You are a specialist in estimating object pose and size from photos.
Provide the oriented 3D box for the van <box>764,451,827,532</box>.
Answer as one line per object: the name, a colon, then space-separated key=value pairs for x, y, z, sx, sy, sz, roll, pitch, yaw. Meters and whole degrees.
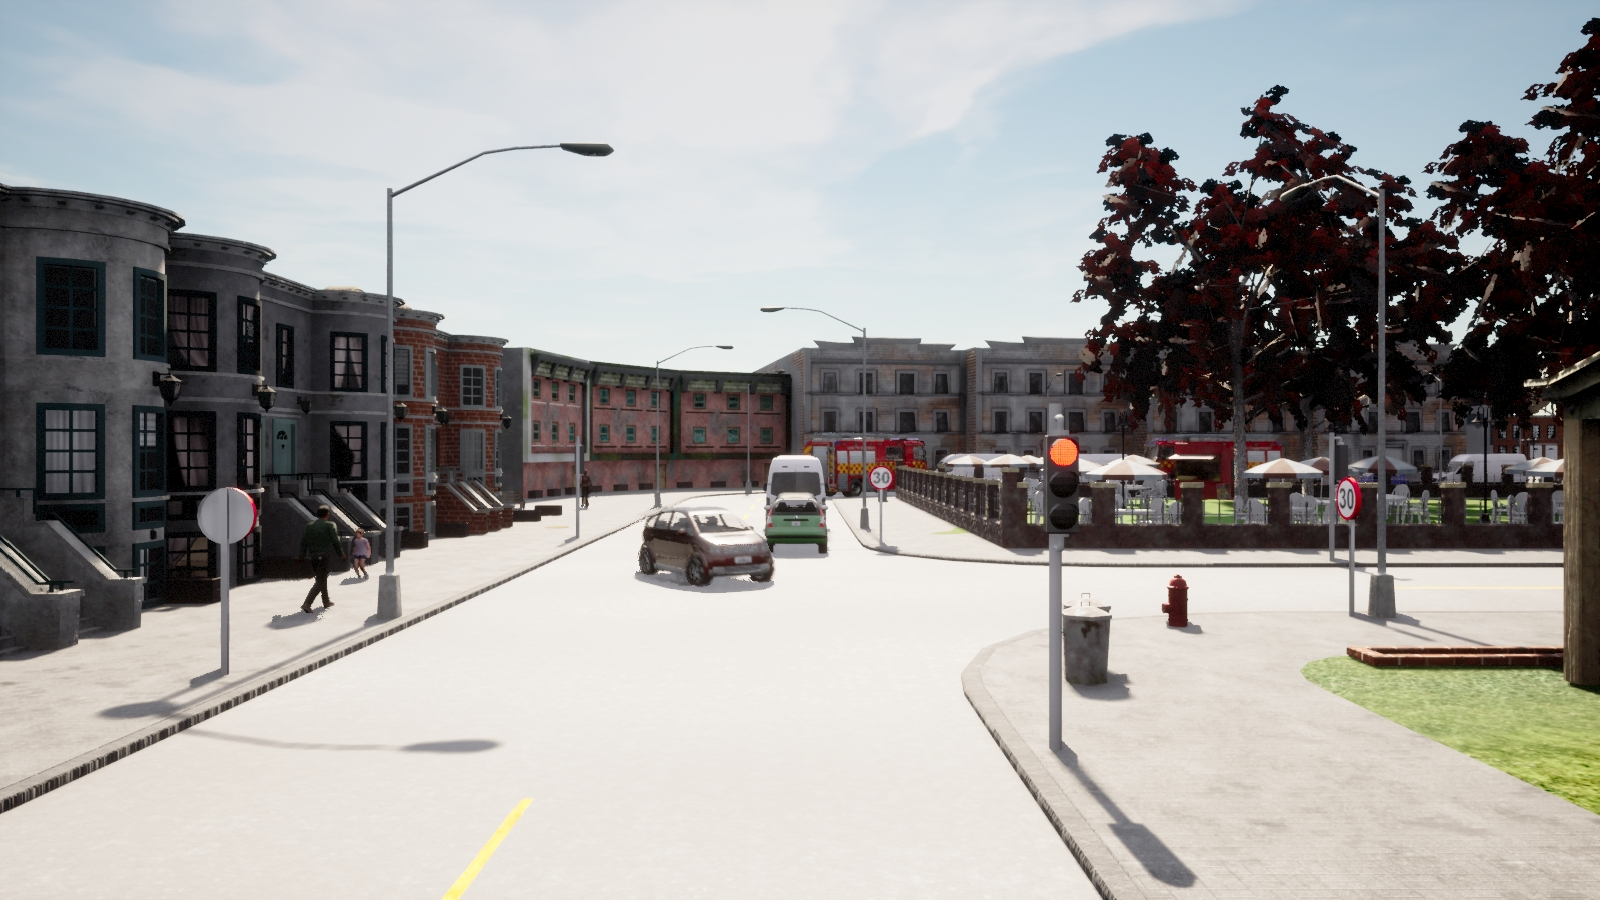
van: x=-0.147 y=1.315 z=39.074 sx=1.988 sy=2.561 sz=5.915 roll=0 pitch=0 yaw=0

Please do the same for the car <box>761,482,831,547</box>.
car: x=-0.119 y=1.779 z=32.373 sx=1.851 sy=1.617 sz=3.988 roll=0 pitch=0 yaw=0

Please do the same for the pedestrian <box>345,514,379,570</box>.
pedestrian: x=-9.088 y=1.904 z=23.717 sx=0.500 sy=1.100 sz=0.500 roll=0 pitch=0 yaw=7

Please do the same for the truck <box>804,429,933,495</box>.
truck: x=4.295 y=0.672 z=70.228 sx=8.468 sy=3.827 sz=2.891 roll=0 pitch=0 yaw=-43

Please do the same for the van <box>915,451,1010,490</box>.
van: x=10.550 y=1.314 z=74.428 sx=5.915 sy=2.561 sz=1.988 roll=0 pitch=0 yaw=0

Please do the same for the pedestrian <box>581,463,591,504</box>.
pedestrian: x=-9.799 y=1.525 z=52.256 sx=0.375 sy=1.860 sz=0.375 roll=0 pitch=0 yaw=2

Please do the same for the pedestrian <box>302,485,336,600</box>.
pedestrian: x=-7.982 y=1.524 z=18.964 sx=0.375 sy=1.860 sz=0.375 roll=0 pitch=0 yaw=10

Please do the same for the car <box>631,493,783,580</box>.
car: x=-2.088 y=1.806 z=24.751 sx=1.789 sy=1.549 sz=3.705 roll=-1 pitch=1 yaw=-31
